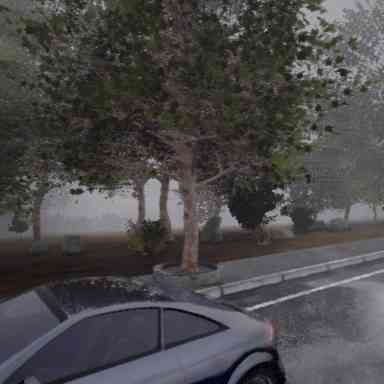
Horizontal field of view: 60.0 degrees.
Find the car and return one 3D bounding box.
[{"bbox_3d":[-1.125,1.560,2.883,4.181,1.385,1.994,0,0,-35],"label":"car"}]
